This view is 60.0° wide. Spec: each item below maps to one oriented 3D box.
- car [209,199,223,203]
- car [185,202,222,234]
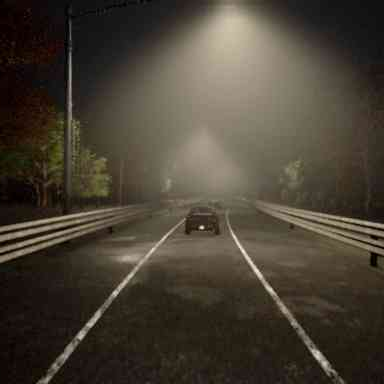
[{"bbox_3d":[3.256,1.695,46.703,2.033,1.411,5.357,0,0,8],"label":"car"},{"bbox_3d":[0.654,1.552,19.435,1.837,1.490,4.892,0,0,4],"label":"car"}]
